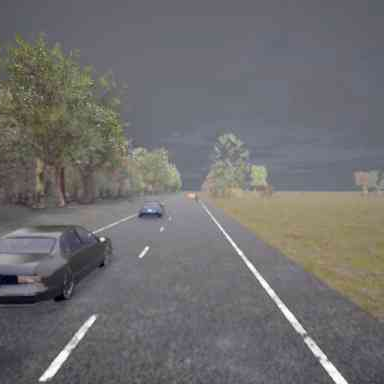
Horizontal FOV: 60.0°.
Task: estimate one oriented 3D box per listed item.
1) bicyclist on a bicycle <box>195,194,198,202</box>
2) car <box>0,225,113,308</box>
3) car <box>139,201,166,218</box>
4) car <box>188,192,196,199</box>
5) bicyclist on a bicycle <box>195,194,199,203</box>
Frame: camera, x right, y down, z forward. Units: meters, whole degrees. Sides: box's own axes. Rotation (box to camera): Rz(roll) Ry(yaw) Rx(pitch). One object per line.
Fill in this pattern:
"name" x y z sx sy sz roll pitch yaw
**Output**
"bicyclist on a bicycle" 0.949 1.202 67.830 0.582 1.620 1.656 0 0 0
"car" -3.403 1.517 8.128 2.033 1.411 5.357 0 0 0
"car" -3.408 1.456 28.907 1.994 1.385 4.181 0 0 0
"car" -0.016 0.915 85.115 2.097 1.767 4.553 0 0 0
"bicyclist on a bicycle" 0.951 1.235 58.829 0.582 1.620 1.656 0 0 0
